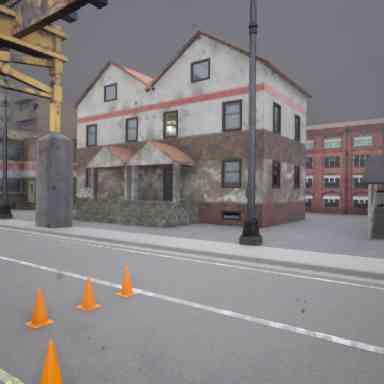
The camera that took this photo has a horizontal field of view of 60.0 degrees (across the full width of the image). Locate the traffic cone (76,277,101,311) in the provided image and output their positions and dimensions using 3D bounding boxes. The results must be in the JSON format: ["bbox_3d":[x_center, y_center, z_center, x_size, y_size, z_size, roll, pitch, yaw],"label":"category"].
[{"bbox_3d":[-2.011,1.949,6.475,0.340,0.580,0.340,0,0,36],"label":"traffic cone"}]

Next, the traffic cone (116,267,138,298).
[{"bbox_3d":[-1.426,1.949,7.286,0.340,0.580,0.340,0,0,36],"label":"traffic cone"}]

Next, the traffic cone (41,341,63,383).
[{"bbox_3d":[-1.558,1.952,3.683,0.340,0.580,0.340,0,0,36],"label":"traffic cone"}]

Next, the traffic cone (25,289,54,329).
[{"bbox_3d":[-2.595,1.949,5.664,0.340,0.580,0.340,0,0,36],"label":"traffic cone"}]
